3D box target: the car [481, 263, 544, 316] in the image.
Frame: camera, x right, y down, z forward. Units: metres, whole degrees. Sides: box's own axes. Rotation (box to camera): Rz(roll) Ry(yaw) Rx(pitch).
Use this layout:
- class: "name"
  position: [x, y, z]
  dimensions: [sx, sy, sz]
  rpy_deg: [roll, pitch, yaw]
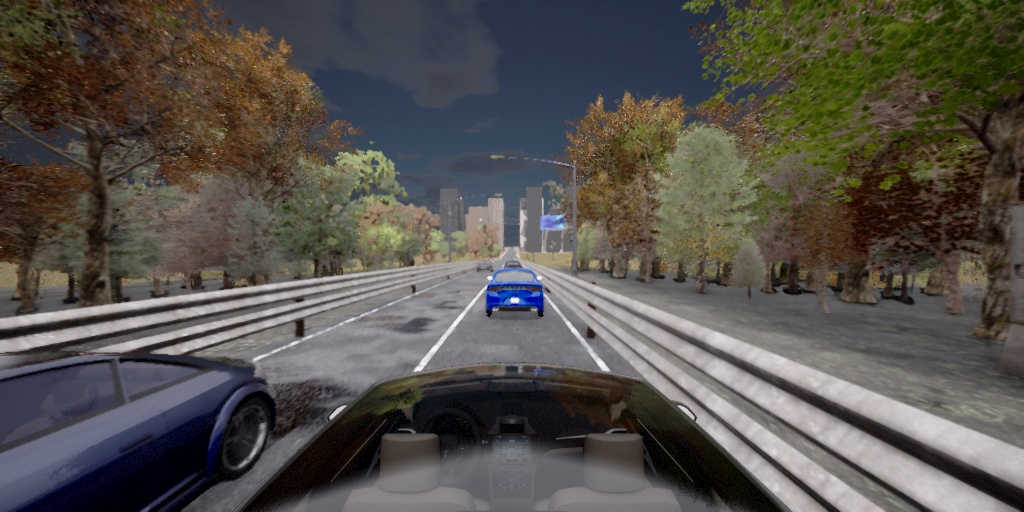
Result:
- class: "car"
  position: [0.090, 1.167, 13.163]
  dimensions: [1.882, 1.535, 5.008]
  rpy_deg: [0, 0, 0]

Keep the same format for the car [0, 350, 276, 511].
- class: "car"
  position: [-3.348, 1.313, 1.863]
  dimensions: [1.994, 1.385, 4.181]
  rpy_deg: [0, 0, 0]

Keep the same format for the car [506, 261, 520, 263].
- class: "car"
  position: [0.087, 1.212, 33.677]
  dimensions: [1.837, 1.490, 4.892]
  rpy_deg: [0, 0, 0]

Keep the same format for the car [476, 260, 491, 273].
- class: "car"
  position: [-3.346, 1.251, 44.194]
  dimensions: [1.837, 1.490, 4.892]
  rpy_deg: [0, 0, 0]
